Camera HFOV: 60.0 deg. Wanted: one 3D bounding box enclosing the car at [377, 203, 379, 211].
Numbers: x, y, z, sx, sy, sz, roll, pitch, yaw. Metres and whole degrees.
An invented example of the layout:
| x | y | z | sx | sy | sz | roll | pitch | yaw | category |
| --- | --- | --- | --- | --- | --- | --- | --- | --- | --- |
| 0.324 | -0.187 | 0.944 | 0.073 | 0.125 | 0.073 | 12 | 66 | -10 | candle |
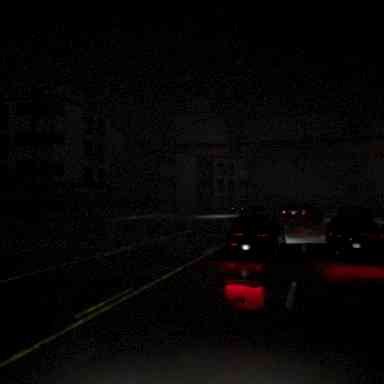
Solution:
| x | y | z | sx | sy | sz | roll | pitch | yaw | category |
| --- | --- | --- | --- | --- | --- | --- | --- | --- | --- |
| 19.355 | 1.899 | 34.744 | 5.357 | 1.411 | 2.033 | 0 | -1 | -22 | car |

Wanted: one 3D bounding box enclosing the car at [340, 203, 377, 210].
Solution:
| x | y | z | sx | sy | sz | roll | pitch | yaw | category |
| --- | --- | --- | --- | --- | --- | --- | --- | --- | --- |
| 12.174 | 1.734 | 25.109 | 1.882 | 1.535 | 5.008 | -1 | -1 | 40 | car |

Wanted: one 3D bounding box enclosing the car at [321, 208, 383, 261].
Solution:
| x | y | z | sx | sy | sz | roll | pitch | yaw | category |
| --- | --- | --- | --- | --- | --- | --- | --- | --- | --- |
| 6.258 | 1.612 | 13.165 | 1.882 | 1.535 | 5.008 | 0 | 0 | 21 | car |

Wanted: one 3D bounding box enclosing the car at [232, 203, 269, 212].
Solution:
| x | y | z | sx | sy | sz | roll | pitch | yaw | category |
| --- | --- | --- | --- | --- | --- | --- | --- | --- | --- |
| 6.971 | 2.014 | 39.608 | 4.718 | 1.301 | 1.895 | 0 | -1 | -38 | car |

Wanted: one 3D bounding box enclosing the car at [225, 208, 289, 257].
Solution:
| x | y | z | sx | sy | sz | roll | pitch | yaw | category |
| --- | --- | --- | --- | --- | --- | --- | --- | --- | --- |
| 2.718 | 1.651 | 13.719 | 1.837 | 1.490 | 4.892 | 0 | 0 | 21 | car |

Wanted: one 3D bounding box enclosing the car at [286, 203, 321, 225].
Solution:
| x | y | z | sx | sy | sz | roll | pitch | yaw | category |
| --- | --- | --- | --- | --- | --- | --- | --- | --- | --- |
| 8.937 | 1.627 | 26.734 | 2.097 | 1.767 | 4.553 | 0 | -1 | 38 | car |

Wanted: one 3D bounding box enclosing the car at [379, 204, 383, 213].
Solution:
| x | y | z | sx | sy | sz | roll | pitch | yaw | category |
| --- | --- | --- | --- | --- | --- | --- | --- | --- | --- |
| 20.789 | 1.864 | 31.532 | 5.357 | 1.411 | 2.033 | 0 | -1 | -22 | car |
